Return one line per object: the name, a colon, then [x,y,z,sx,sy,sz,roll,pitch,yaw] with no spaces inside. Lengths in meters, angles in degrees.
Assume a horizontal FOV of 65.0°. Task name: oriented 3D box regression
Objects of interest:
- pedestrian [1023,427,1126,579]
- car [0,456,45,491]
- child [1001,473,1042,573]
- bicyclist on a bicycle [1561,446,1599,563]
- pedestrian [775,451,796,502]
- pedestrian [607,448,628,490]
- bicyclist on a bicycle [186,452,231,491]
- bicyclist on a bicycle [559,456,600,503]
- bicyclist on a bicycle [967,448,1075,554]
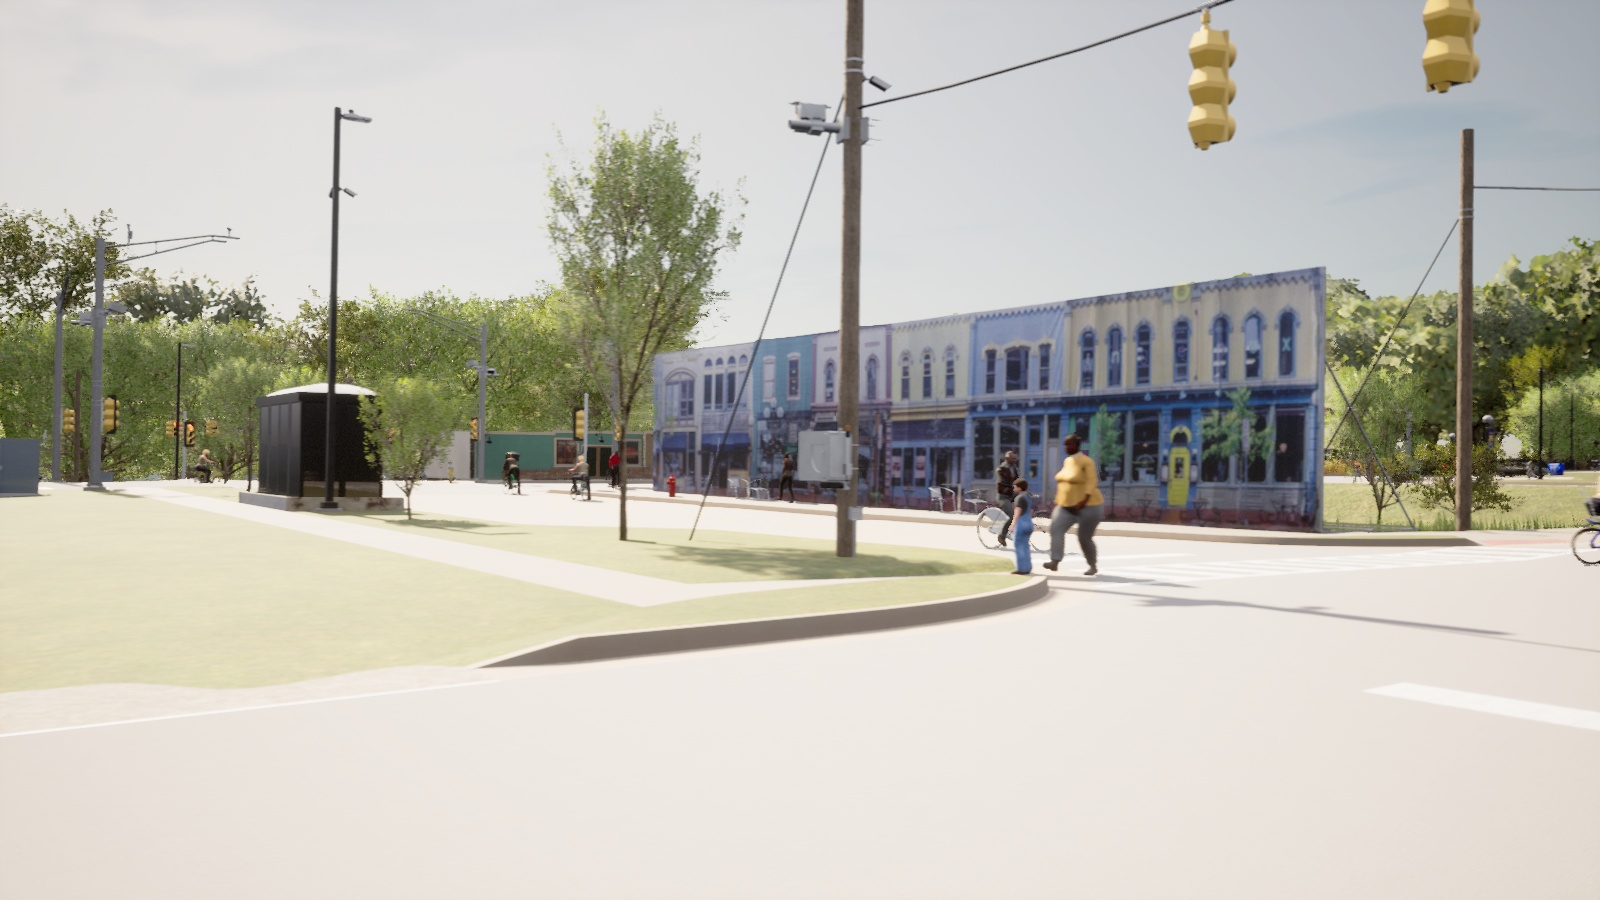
pedestrian: [3.475,0.652,15.913,0.900,1.855,0.874,1,-1,-30]
car: [-33.284,0.927,49.874,5.357,1.411,2.033,0,0,-41]
child: [2.866,0.938,16.281,0.270,1.263,0.437,1,-1,-42]
bicyclist on a bicycle: [11.645,0.755,17.525,1.509,1.612,0.866,-1,-3,12]
pedestrian: [-0.505,0.927,44.367,0.328,1.805,0.869,1,-1,-31]
pedestrian: [-8.101,0.825,55.596,0.634,1.844,0.899,1,-1,-28]
bicyclist on a bicycle: [-24.738,0.890,52.507,1.509,1.612,0.866,1,-1,-39]
bicyclist on a bicycle: [-7.852,1.032,44.683,0.866,1.612,1.509,1,0,-35]
bicyclist on a bicycle: [3.839,0.878,21.908,0.659,1.776,1.843,2,-2,-42]
